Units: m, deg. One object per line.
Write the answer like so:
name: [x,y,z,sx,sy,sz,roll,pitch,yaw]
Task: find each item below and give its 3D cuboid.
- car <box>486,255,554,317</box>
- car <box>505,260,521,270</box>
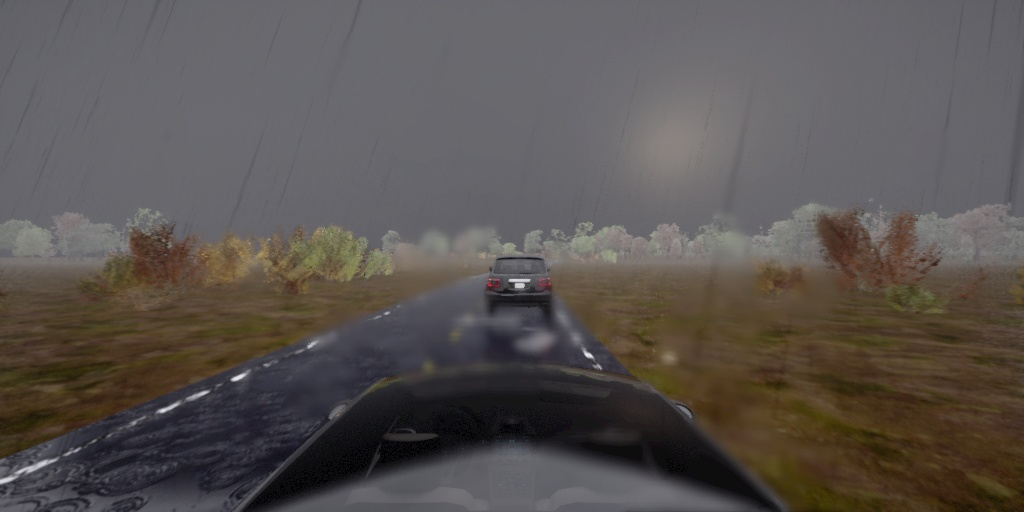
car: [0.304,0.972,13.274,2.150,2.045,5.566,0,0,2]
car: [0.185,1.317,53.412,1.994,1.385,4.181,0,0,7]
